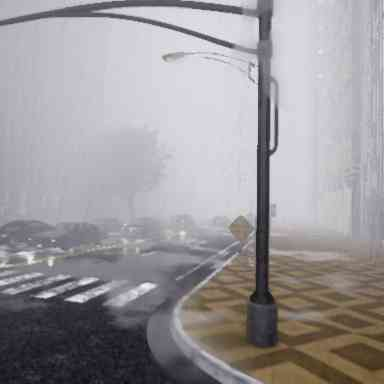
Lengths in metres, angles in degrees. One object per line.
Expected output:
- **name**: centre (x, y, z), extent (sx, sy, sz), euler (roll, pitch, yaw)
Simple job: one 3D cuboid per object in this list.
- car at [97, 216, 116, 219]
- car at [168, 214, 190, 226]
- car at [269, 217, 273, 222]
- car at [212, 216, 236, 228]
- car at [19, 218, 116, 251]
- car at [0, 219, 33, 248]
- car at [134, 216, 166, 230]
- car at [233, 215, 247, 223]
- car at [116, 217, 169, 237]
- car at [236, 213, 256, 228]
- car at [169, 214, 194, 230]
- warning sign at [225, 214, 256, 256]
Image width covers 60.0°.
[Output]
- **car**: centre (-7.393, 2.835, 28.321), extent (1.837, 1.490, 4.892), euler (0, -3, 16)
- **car**: centre (-1.768, 3.976, 47.702), extent (1.812, 1.442, 4.674), euler (0, -3, 16)
- **car**: centre (15.870, 5.494, 69.578), extent (1.812, 1.442, 4.674), euler (0, -3, 16)
- **car**: centre (3.910, 3.855, 43.434), extent (2.128, 1.511, 4.902), euler (0, -3, 16)
- **car**: centre (-6.733, 2.408, 18.841), extent (2.033, 1.411, 5.357), euler (0, -3, 16)
- **car**: centre (-9.922, 2.345, 19.484), extent (1.812, 1.442, 4.674), euler (1, -3, 15)
- **car**: centre (-4.657, 3.481, 37.842), extent (1.895, 1.301, 4.718), euler (0, -3, 16)
- **car**: centre (8.732, 4.932, 60.258), extent (1.895, 1.301, 4.718), euler (0, -3, 16)
- **car**: centre (-4.047, 2.892, 28.197), extent (2.128, 1.511, 4.902), euler (0, -3, 16)
- **car**: centre (7.614, 4.009, 44.752), extent (2.128, 1.511, 4.902), euler (0, -3, 16)
- **car**: centre (-1.250, 3.314, 37.909), extent (2.097, 1.767, 4.553), euler (0, -3, 16)
- **warning sign**: centre (2.392, 2.058, 16.308), extent (1.300, 1.860, 1.060), euler (2, -2, 16)
